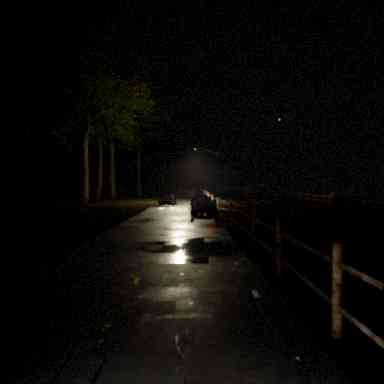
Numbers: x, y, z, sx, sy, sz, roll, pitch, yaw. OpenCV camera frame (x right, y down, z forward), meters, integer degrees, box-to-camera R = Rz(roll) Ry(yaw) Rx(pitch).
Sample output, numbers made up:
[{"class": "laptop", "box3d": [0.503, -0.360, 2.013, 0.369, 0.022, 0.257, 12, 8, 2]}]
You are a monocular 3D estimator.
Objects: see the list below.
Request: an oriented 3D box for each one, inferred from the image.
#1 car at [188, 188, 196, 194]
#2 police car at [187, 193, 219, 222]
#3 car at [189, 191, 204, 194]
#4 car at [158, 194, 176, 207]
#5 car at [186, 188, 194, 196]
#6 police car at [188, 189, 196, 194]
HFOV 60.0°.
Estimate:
[{"class": "car", "box3d": [0.000, -0.234, 79.294, 1.994, 1.385, 4.181, 0, 2, 0]}, {"class": "police car", "box3d": [0.824, 1.173, 23.773, 1.930, 1.638, 5.238, 0, 1, 0]}, {"class": "car", "box3d": [0.824, 1.028, 33.664, 1.882, 1.535, 5.008, 0, 1, 0]}, {"class": "car", "box3d": [-2.843, 0.958, 39.399, 2.033, 1.411, 5.357, 0, 1, 0]}, {"class": "car", "box3d": [0.000, 0.470, 58.414, 2.033, 1.411, 5.357, 0, 2, 0]}, {"class": "police car", "box3d": [0.824, 0.827, 39.774, 1.930, 1.638, 5.238, 0, 1, 0]}]
